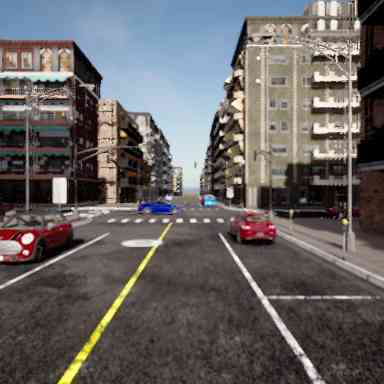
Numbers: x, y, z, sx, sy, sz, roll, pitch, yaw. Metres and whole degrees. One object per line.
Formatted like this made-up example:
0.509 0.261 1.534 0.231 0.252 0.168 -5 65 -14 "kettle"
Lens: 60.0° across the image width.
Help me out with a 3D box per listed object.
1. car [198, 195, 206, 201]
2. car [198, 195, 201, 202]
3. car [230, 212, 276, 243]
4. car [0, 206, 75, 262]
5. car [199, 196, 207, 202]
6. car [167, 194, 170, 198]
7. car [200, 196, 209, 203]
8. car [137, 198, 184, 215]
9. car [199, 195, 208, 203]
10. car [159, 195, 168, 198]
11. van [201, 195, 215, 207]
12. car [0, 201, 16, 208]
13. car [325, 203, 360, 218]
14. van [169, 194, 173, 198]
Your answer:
2.693 1.604 92.158 1.967 1.590 4.097 -1 0 0 "car"
2.698 1.370 59.033 2.192 1.841 5.009 -1 0 0 "car"
2.786 1.578 15.634 1.802 1.307 4.206 0 0 0 "car"
-5.744 1.437 11.849 1.967 1.590 4.097 0 0 0 "car"
2.650 1.668 81.115 1.887 1.381 4.507 -1 0 0 "car"
-5.867 1.636 64.601 1.947 1.339 4.313 -1 0 0 "car"
2.654 1.611 70.242 1.752 1.417 4.829 -1 0 0 "car"
-3.137 1.566 33.483 4.674 1.442 1.812 0 0 0 "car"
2.651 1.543 75.595 1.967 1.590 4.097 -1 0 0 "car"
-5.865 1.637 59.079 1.802 1.307 4.206 -1 0 0 "car"
2.789 1.383 53.536 1.690 1.788 3.998 -1 0 0 "van"
-17.747 1.473 30.813 4.206 1.307 1.802 1 0 0 "car"
14.707 1.753 30.765 4.507 1.381 1.887 1 0 0 "car"
-5.879 1.485 86.695 1.690 1.788 3.998 -1 0 0 "van"
